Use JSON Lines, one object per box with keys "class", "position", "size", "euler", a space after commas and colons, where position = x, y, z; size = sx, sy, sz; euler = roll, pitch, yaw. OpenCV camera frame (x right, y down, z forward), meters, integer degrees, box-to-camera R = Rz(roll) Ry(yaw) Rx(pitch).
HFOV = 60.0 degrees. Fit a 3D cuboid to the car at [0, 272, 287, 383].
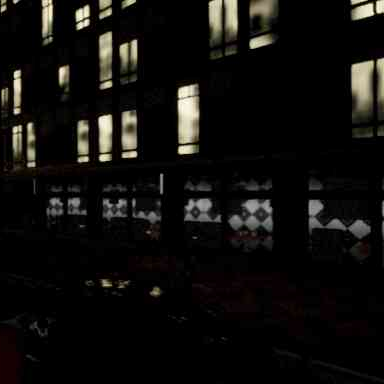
{"class": "car", "position": [-1.114, 1.583, 3.632], "size": [4.206, 1.307, 1.802], "euler": [0, 0, 35]}
